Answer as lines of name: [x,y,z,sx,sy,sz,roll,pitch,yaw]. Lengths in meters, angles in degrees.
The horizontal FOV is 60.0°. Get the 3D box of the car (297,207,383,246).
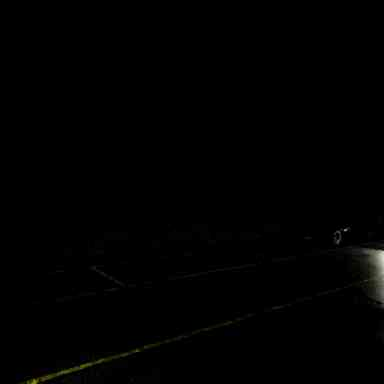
car: [6.687,1.565,15.285,4.313,1.339,1.947,0,0,-35]

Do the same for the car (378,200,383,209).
car: [10.614,1.351,14.813,4.553,1.767,2.097,0,0,-35]

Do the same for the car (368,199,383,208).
car: [11.275,1.314,18.559,5.009,1.841,2.192,0,0,-35]
